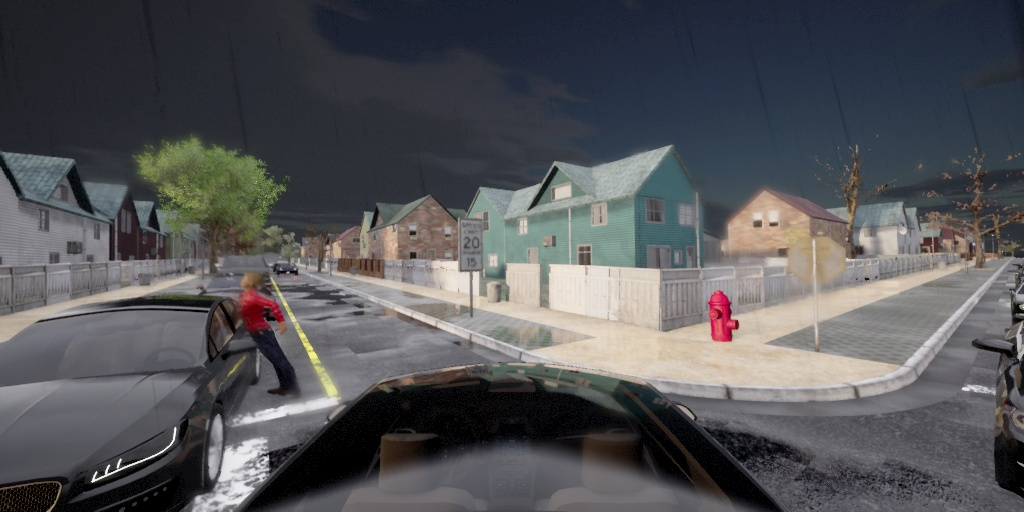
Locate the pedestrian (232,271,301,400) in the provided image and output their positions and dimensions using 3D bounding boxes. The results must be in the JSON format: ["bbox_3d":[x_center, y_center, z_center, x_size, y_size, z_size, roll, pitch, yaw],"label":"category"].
[{"bbox_3d":[-3.343,1.096,4.801,0.375,1.860,0.375,-8,12,13],"label":"pedestrian"}]

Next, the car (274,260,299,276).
[{"bbox_3d":[-24.096,1.396,38.335,1.895,1.301,4.718,0,0,-35],"label":"car"}]

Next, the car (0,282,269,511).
[{"bbox_3d":[-4.062,1.260,3.940,1.837,1.490,4.892,0,0,-29],"label":"car"}]

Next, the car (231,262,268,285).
[{"bbox_3d":[-20.071,1.273,27.509,2.128,1.511,4.902,0,0,-35],"label":"car"}]

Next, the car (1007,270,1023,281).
[{"bbox_3d":[13.481,1.156,8.553,4.718,1.301,1.895,-1,-1,-35],"label":"car"}]

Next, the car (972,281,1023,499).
[{"bbox_3d":[5.893,1.185,3.203,4.902,1.511,2.128,-1,0,-35],"label":"car"}]

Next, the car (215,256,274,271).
[{"bbox_3d":[-14.278,0.991,19.251,2.150,2.045,5.566,0,0,-35],"label":"car"}]

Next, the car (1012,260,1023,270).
[{"bbox_3d":[21.726,0.917,14.360,4.892,1.490,1.837,-1,-1,-35],"label":"car"}]

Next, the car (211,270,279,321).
[{"bbox_3d":[-8.973,1.325,11.695,1.994,1.385,4.181,0,0,-36],"label":"car"}]
